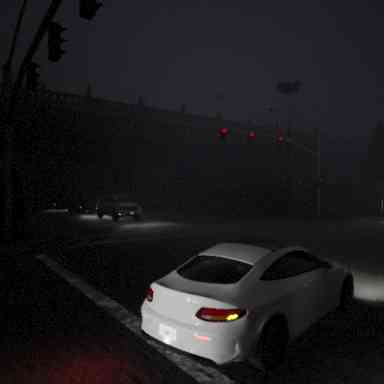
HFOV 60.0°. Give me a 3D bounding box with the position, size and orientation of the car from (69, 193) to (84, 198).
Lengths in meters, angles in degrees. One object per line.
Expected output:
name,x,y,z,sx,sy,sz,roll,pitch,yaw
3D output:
car,-21.785,1.258,62.053,2.150,2.045,5.566,0,0,-36

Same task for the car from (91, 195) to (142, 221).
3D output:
car,-6.254,1.268,28.035,2.150,2.045,5.566,0,0,-36

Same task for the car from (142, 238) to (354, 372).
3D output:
car,1.257,1.550,5.774,1.812,1.442,4.674,0,0,42

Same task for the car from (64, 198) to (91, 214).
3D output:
car,-12.072,1.644,36.159,1.895,1.301,4.718,0,0,-36

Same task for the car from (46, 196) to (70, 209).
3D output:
car,-18.414,1.546,45.044,1.837,1.490,4.892,0,0,-35

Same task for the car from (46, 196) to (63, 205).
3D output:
car,-25.098,1.562,60.685,1.812,1.442,4.674,0,0,-36
